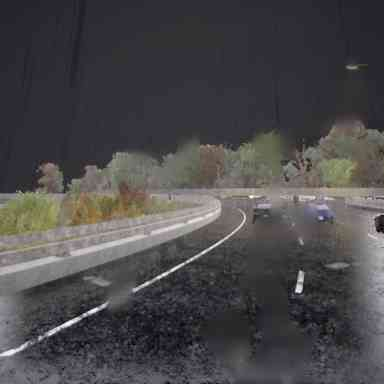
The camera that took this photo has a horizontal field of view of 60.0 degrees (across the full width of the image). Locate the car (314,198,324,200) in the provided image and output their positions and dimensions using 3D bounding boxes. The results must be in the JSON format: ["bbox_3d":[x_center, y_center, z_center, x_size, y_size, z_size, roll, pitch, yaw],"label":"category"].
[{"bbox_3d":[18.064,1.578,47.165,1.994,1.385,4.181,0,0,17],"label":"car"}]

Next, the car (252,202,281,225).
[{"bbox_3d":[5.461,1.484,24.331,1.882,1.535,5.008,0,0,12],"label":"car"}]

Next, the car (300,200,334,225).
[{"bbox_3d":[8.989,1.533,24.169,1.812,1.442,4.674,0,0,12],"label":"car"}]

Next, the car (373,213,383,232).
[{"bbox_3d":[10.948,1.570,17.280,1.994,1.385,4.181,0,0,15],"label":"car"}]
